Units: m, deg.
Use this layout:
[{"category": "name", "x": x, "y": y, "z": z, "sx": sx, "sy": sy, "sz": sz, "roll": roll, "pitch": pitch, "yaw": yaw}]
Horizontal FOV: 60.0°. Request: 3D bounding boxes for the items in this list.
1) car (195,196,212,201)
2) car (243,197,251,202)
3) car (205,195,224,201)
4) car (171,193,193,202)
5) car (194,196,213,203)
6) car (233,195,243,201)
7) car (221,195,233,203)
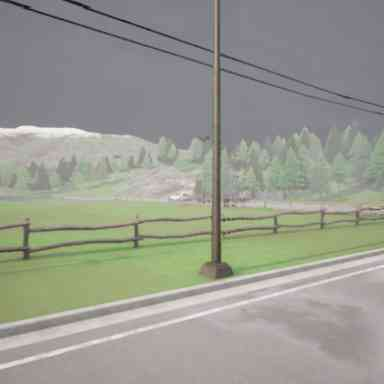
[{"category": "car", "x": 2.841, "y": 1.610, "z": 83.893, "sx": 1.994, "sy": 1.385, "sz": 4.181, "roll": 0, "pitch": 0, "yaw": -35}, {"category": "car", "x": 11.544, "y": 1.717, "z": 77.597, "sx": 1.895, "sy": 1.301, "sz": 4.718, "roll": 0, "pitch": 0, "yaw": -35}, {"category": "car", "x": 5.704, "y": 1.605, "z": 85.906, "sx": 2.033, "sy": 1.411, "sz": 5.357, "roll": 0, "pitch": 0, "yaw": -35}, {"category": "car", "x": -2.904, "y": 1.272, "z": 79.894, "sx": 2.150, "sy": 2.045, "sz": 5.566, "roll": 0, "pitch": 0, "yaw": -35}, {"category": "car", "x": 2.896, "y": 1.651, "z": 71.640, "sx": 1.994, "sy": 1.385, "sz": 4.181, "roll": 0, "pitch": 0, "yaw": -35}, {"category": "car", "x": 8.760, "y": 1.469, "z": 75.471, "sx": 2.097, "sy": 1.767, "sz": 4.553, "roll": 0, "pitch": 0, "yaw": -35}, {"category": "car", "x": 5.994, "y": 1.646, "z": 73.320, "sx": 2.033, "sy": 1.411, "sz": 5.357, "roll": 0, "pitch": 0, "yaw": -35}]
